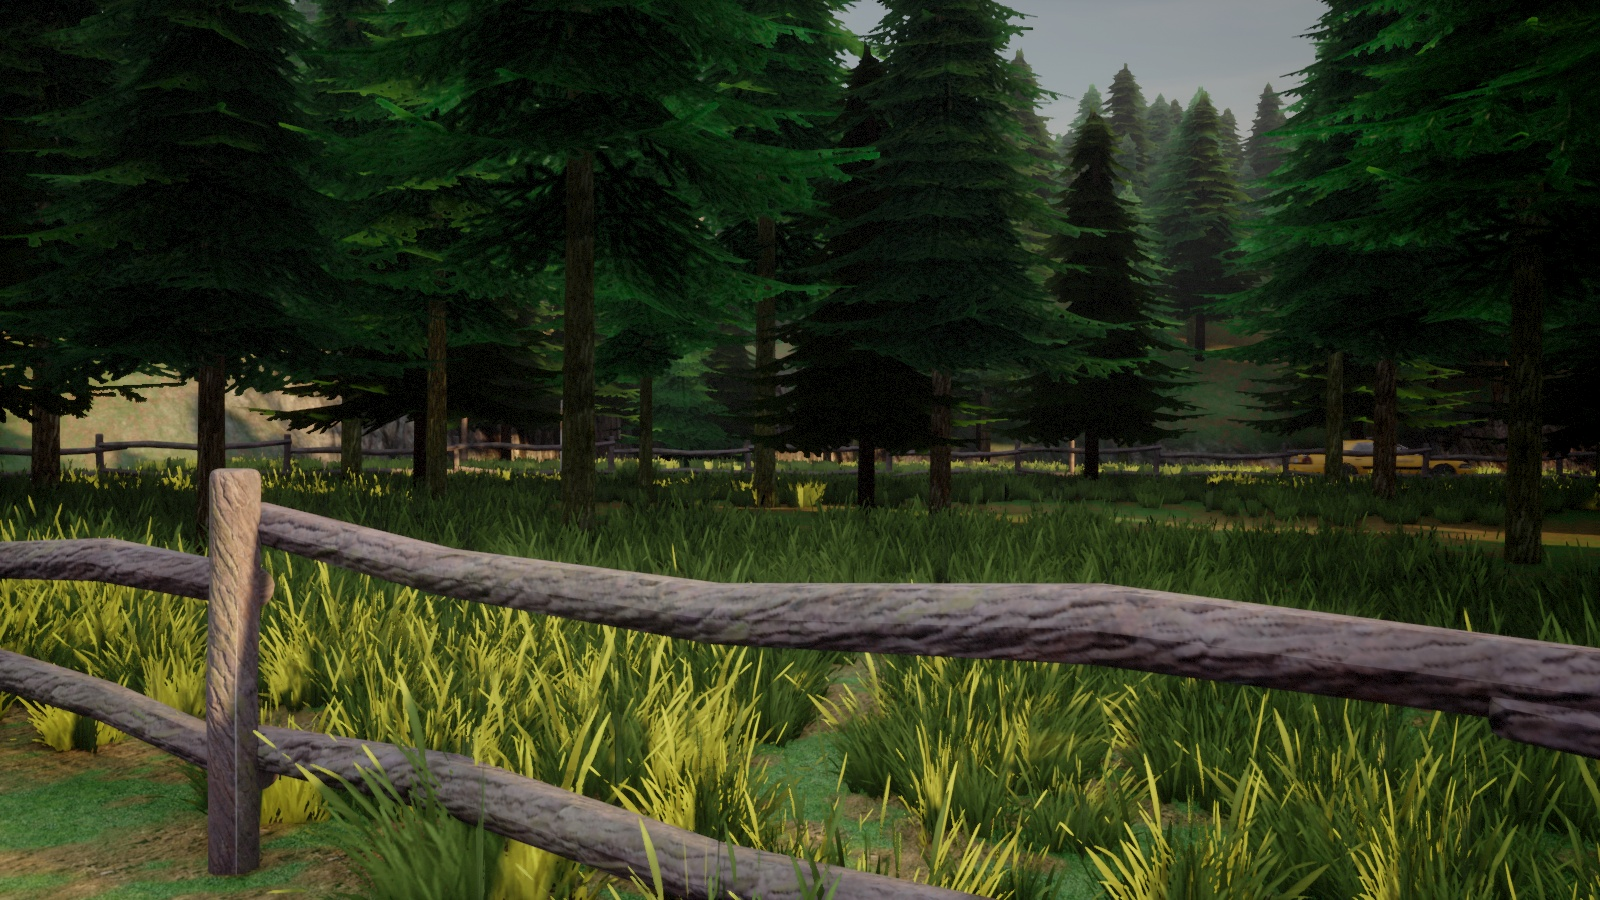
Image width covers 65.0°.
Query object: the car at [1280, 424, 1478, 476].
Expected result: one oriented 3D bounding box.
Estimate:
[{"bbox_3d":[18.155,-0.008,39.573,5.366,1.575,1.801,0,1,5],"label":"car"}]
